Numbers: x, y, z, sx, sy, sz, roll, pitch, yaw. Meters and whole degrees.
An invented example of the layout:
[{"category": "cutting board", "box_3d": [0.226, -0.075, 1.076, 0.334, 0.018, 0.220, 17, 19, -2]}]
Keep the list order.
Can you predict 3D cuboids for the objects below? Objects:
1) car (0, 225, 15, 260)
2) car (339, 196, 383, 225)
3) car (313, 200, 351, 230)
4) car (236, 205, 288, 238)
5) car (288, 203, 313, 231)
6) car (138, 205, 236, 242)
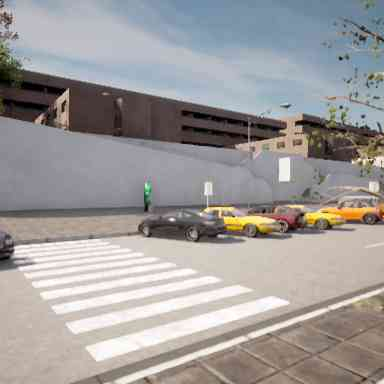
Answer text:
[{"category": "car", "box_3d": [-7.832, 1.476, 11.060, 4.892, 1.521, 2.231, -1, -1, 34]}, {"category": "car", "box_3d": [11.628, 1.417, 24.876, 4.553, 1.767, 2.185, -1, -1, 34]}, {"category": "car", "box_3d": [6.899, 1.517, 21.328, 5.366, 1.575, 1.946, -1, -1, 35]}, {"category": "car", "box_3d": [2.039, 1.492, 17.867, 5.366, 1.575, 1.946, -1, -1, 35]}, {"category": "car", "box_3d": [4.289, 1.540, 19.714, 4.792, 1.488, 2.163, -1, -1, 35]}, {"category": "car", "box_3d": [-0.542, 1.528, 16.236, 4.674, 1.452, 2.002, -1, -1, 35]}]
